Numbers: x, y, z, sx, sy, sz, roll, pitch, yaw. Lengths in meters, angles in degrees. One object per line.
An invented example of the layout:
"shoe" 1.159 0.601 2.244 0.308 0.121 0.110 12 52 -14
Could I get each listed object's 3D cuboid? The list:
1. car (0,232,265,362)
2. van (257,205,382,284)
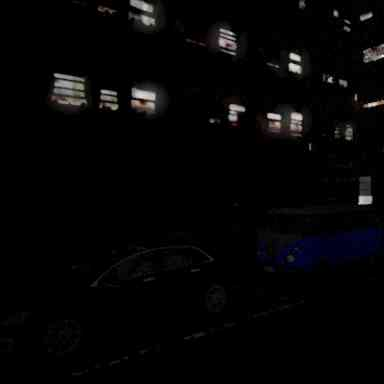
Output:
"car" -1.066 1.530 5.770 4.403 1.369 2.008 -1 0 -35
"van" 3.493 1.271 9.021 3.998 1.788 1.690 -1 0 -35
